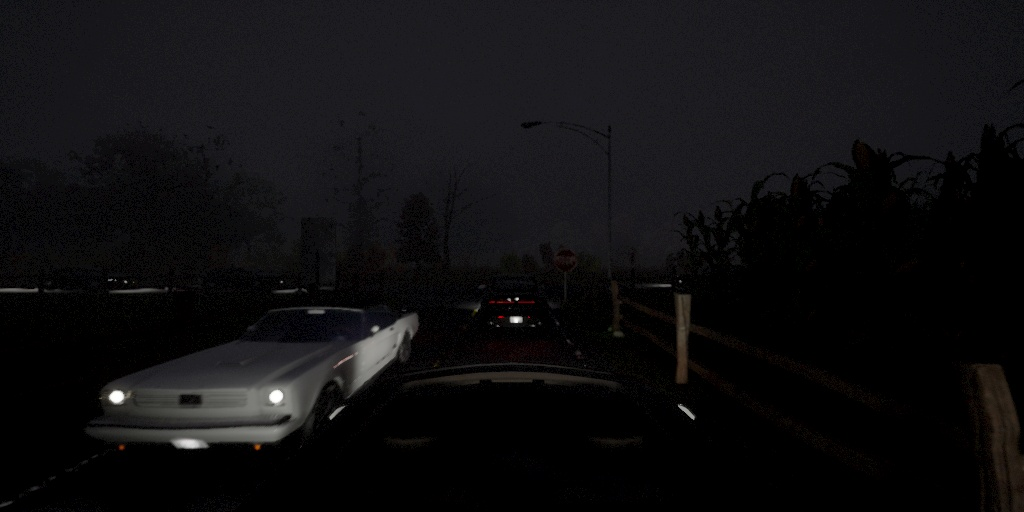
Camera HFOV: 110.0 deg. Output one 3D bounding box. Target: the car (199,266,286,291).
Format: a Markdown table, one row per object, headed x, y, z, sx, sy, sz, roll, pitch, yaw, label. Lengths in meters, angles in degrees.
| x | y | z | sx | sy | sz | roll | pitch | yaw | label |
| --- | --- | --- | --- | --- | --- | --- | --- | --- | --- |
| -17.112 | 1.410 | 22.906 | 4.892 | 1.490 | 1.837 | 0 | 0 | 1 | car |

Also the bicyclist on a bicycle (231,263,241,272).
| x | y | z | sx | sy | sz | roll | pitch | yaw | label |
| --- | --- | --- | --- | --- | --- | --- | --- | --- | --- |
| -22.396 | 1.407 | 28.958 | 0.582 | 1.620 | 1.656 | 0 | 0 | 1 | bicyclist on a bicycle |

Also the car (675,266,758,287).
| x | y | z | sx | sy | sz | roll | pitch | yaw | label |
| --- | --- | --- | --- | --- | --- | --- | --- | --- | --- |
| 14.593 | 1.410 | 25.390 | 5.357 | 1.411 | 2.033 | 0 | 0 | 1 | car |

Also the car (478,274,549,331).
| x | y | z | sx | sy | sz | roll | pitch | yaw | label |
| --- | --- | --- | --- | --- | --- | --- | --- | --- | --- |
| 0.010 | 1.315 | 11.253 | 1.837 | 1.490 | 4.892 | 0 | 0 | -2 | car |

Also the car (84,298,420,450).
| x | y | z | sx | sy | sz | roll | pitch | yaw | label |
| --- | --- | --- | --- | --- | --- | --- | --- | --- | --- |
| -2.879 | 1.373 | 5.395 | 1.895 | 1.301 | 4.718 | 0 | 0 | 0 | car |

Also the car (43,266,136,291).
| x | y | z | sx | sy | sz | roll | pitch | yaw | label |
| --- | --- | --- | --- | --- | --- | --- | --- | --- | --- |
| -27.245 | 1.423 | 23.058 | 4.892 | 1.490 | 1.837 | 0 | 0 | 0 | car |
